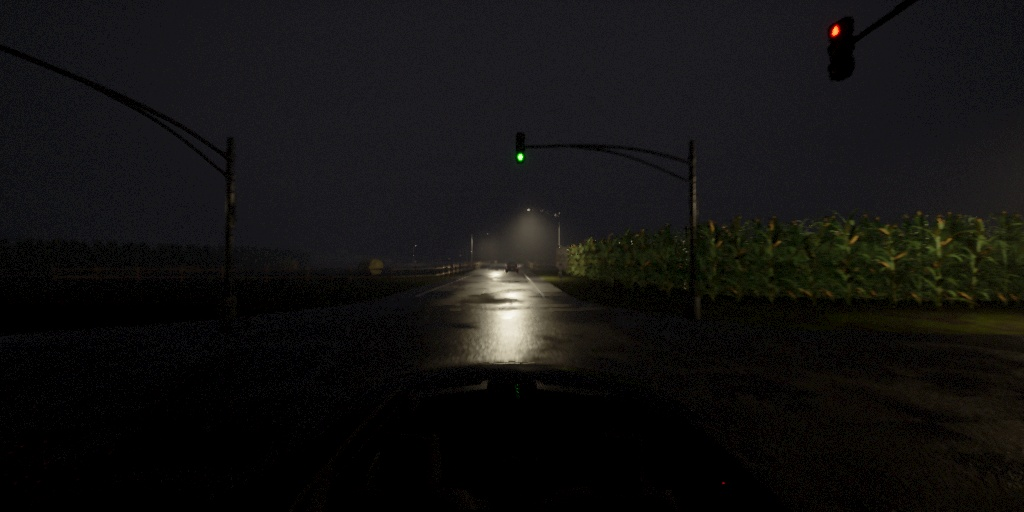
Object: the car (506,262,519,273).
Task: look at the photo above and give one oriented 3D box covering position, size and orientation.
[{"bbox_3d":[0.030,1.907,55.289,1.994,1.385,4.181,0,-1,0],"label":"car"}]
